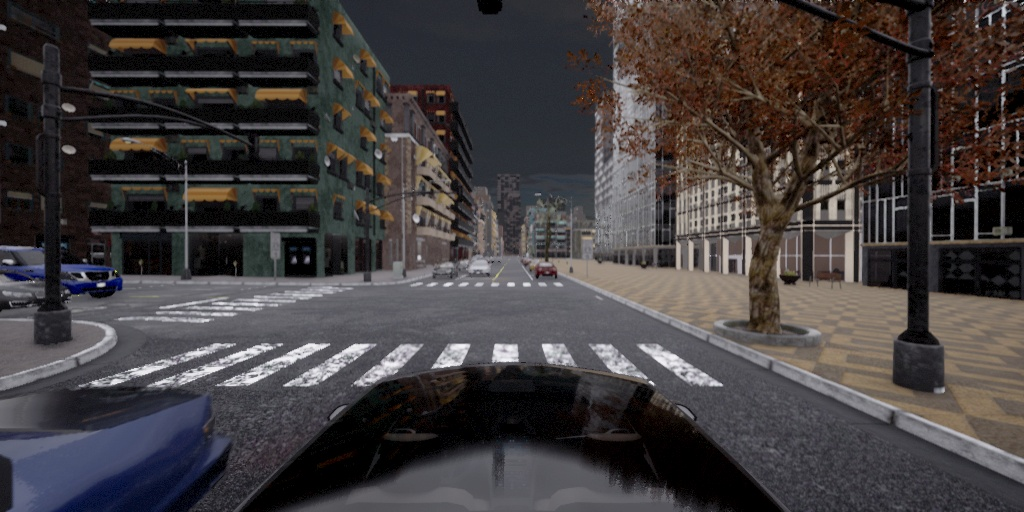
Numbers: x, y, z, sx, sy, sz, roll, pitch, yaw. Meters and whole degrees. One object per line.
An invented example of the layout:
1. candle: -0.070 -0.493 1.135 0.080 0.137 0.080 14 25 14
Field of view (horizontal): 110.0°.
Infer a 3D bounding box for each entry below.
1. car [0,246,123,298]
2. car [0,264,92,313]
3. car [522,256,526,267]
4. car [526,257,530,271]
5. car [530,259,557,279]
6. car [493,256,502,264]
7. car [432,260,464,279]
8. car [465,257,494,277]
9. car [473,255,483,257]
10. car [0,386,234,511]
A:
1. car: -18.373 0.662 13.614 5.566 2.045 2.150 2 0 0
2. car: -16.402 1.037 11.043 4.403 1.370 2.007 0 0 0
3. car: 2.907 1.043 58.047 1.802 1.307 4.207 0 0 0
4. car: 2.843 1.064 41.620 1.751 1.417 4.829 0 0 0
5. car: 2.799 1.138 30.385 1.888 1.381 4.507 0 0 0
6. car: -2.756 0.720 65.423 1.882 1.535 5.008 0 0 0
7. car: -5.581 1.144 30.418 2.007 1.370 4.403 0 0 0
8. car: -2.881 1.117 32.749 1.812 1.442 4.674 0 0 0
9. car: -5.494 0.927 52.548 1.967 1.591 4.097 0 0 0
10. car: -3.009 1.306 0.261 2.033 1.411 5.357 0 0 0
